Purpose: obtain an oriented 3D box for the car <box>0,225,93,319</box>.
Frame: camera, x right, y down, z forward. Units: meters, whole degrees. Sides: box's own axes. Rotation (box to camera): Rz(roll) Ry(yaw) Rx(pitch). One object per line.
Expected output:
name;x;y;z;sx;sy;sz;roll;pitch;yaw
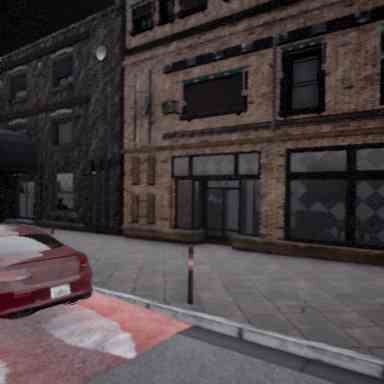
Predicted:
car;-3.745;1.344;6.077;4.674;1.442;1.812;-3;-3;36
